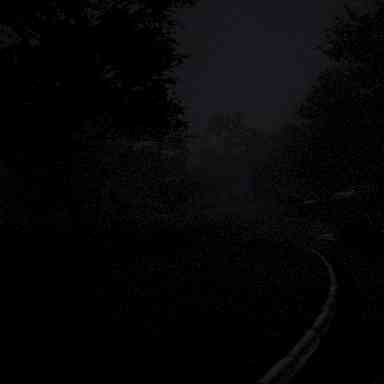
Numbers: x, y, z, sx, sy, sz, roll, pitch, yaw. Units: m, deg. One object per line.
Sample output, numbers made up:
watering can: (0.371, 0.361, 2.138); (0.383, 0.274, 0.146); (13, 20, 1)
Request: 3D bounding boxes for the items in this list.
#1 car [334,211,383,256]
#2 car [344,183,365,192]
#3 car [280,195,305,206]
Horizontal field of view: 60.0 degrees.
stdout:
car: (7.214, 1.510, 13.178); (2.128, 1.511, 4.902); (-1, 0, 5)
car: (33.423, -0.949, 68.547); (4.553, 1.767, 2.097); (-6, 2, -31)
car: (15.583, 1.224, 51.314); (4.902, 1.511, 2.128); (-5, 2, -42)
